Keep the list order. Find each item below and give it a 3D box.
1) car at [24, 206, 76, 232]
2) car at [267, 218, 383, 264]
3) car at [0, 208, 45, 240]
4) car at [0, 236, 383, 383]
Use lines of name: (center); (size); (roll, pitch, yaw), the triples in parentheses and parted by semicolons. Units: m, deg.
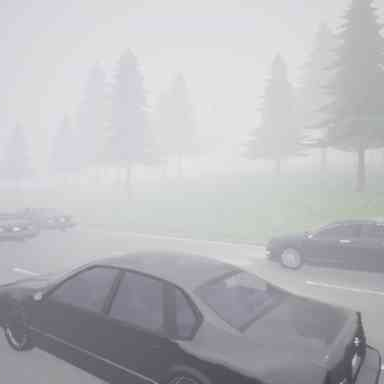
car: (-8.796, 1.519, 18.785); (5.357, 1.411, 2.033); (0, 0, 36)
car: (4.535, 1.498, 9.351); (4.892, 1.490, 1.837); (-1, -1, 36)
car: (-9.033, 1.523, 14.669); (5.357, 1.411, 2.033); (0, 0, 35)
car: (-0.599, 1.542, 4.420); (5.357, 1.411, 2.033); (0, 0, 35)
